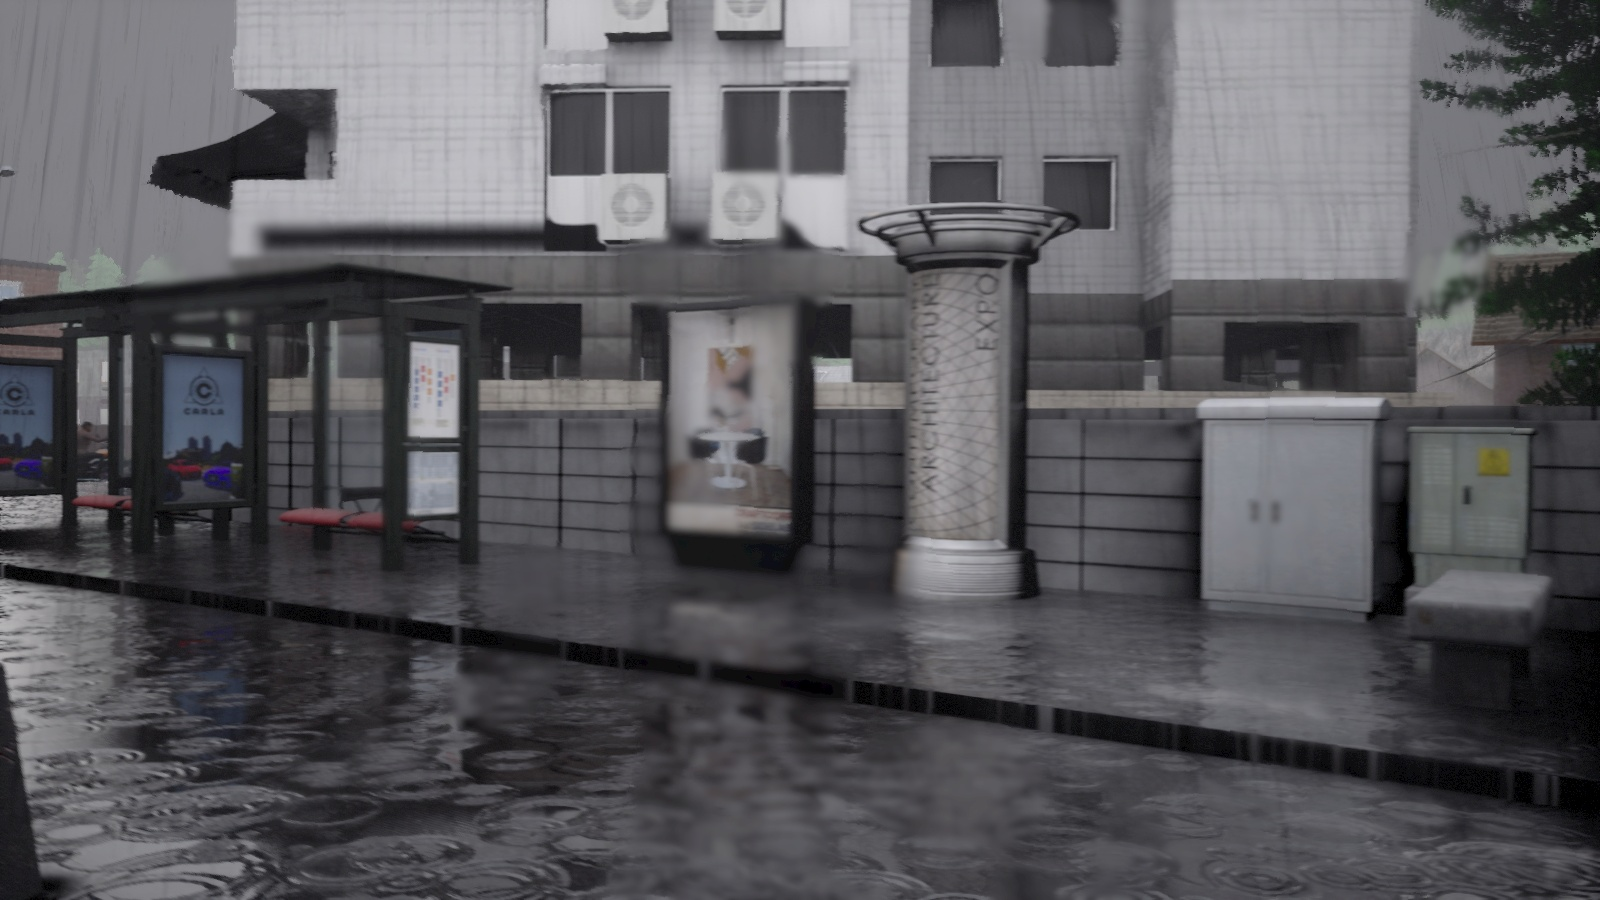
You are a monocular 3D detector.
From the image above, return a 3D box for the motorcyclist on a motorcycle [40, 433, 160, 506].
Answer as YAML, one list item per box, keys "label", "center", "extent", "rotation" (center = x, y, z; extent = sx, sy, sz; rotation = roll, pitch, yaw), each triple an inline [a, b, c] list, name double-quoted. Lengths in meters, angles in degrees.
- label: "motorcyclist on a motorcycle"
  center: [-16.482, 0.427, 29.628]
  extent: [0.766, 1.649, 2.350]
  rotation: [0, 1, 34]
